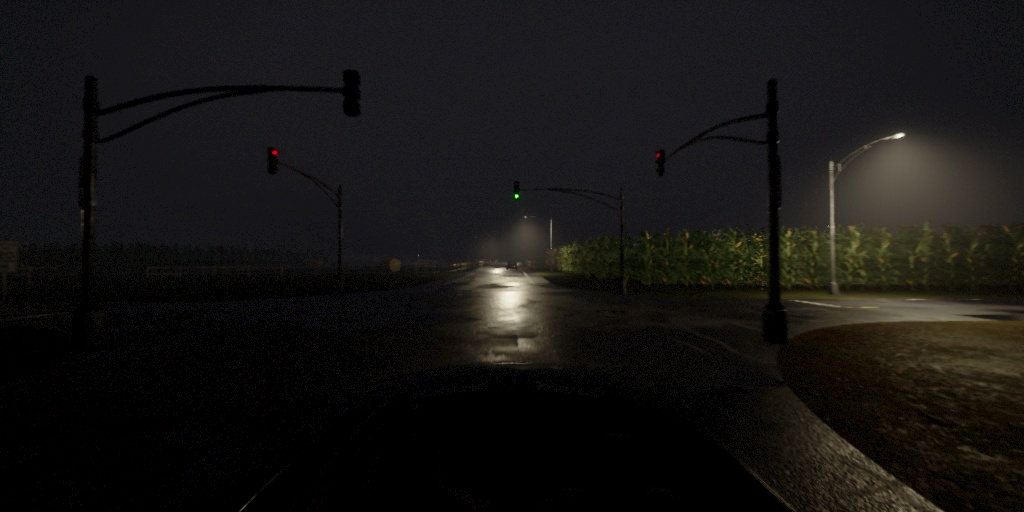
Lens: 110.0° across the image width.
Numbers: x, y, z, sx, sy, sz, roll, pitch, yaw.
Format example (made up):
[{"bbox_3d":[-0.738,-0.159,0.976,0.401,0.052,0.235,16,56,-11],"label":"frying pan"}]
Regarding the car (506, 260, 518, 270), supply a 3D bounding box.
[{"bbox_3d":[-0.001,1.784,63.203,1.994,1.385,4.181,0,0,0],"label":"car"}]
